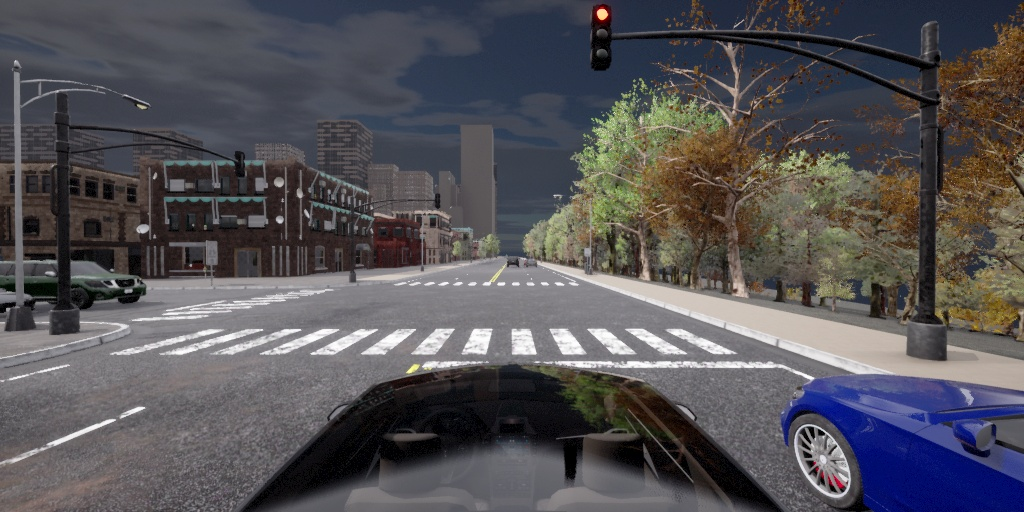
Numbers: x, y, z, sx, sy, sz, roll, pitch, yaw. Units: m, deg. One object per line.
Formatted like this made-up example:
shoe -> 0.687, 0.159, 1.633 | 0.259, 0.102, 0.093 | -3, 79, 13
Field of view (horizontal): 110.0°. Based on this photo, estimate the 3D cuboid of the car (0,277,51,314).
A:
car -> -19.926, 1.565, 12.784 | 4.313, 1.339, 1.948 | 0, 0, 0

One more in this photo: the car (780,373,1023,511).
car -> 3.346, 1.276, 1.343 | 1.812, 1.442, 4.674 | 0, 0, 2

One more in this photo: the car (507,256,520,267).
car -> 0.218, 0.948, 63.727 | 2.150, 2.045, 5.566 | 0, 0, 1

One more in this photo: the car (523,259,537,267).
car -> 3.470, 1.218, 63.887 | 2.128, 1.511, 4.902 | 0, 0, 0

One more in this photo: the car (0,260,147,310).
car -> -19.312, 1.187, 15.486 | 5.566, 2.045, 2.150 | -1, 1, 0
